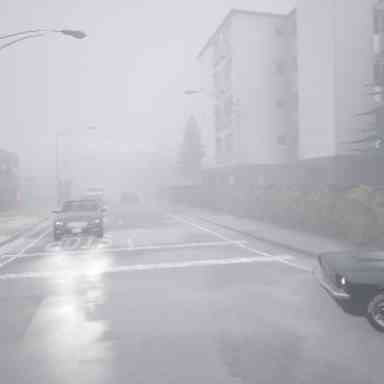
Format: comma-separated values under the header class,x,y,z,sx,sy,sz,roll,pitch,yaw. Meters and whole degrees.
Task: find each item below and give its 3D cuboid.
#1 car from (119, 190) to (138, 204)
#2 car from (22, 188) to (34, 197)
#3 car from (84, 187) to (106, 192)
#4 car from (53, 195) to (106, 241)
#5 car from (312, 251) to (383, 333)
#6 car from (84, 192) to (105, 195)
class,x,y,z,sx,sy,sz,roll,pitch,yaw
car,-7.320,0.567,38.233,2.128,1.511,4.902,-2,1,-15
car,-36.440,0.399,73.822,2.007,1.523,4.514,-2,1,-15
car,-11.150,0.390,38.389,2.150,2.045,5.566,-2,1,-14
car,-4.865,1.099,14.599,2.128,1.511,4.902,-2,2,-15
car,4.509,1.374,5.396,4.718,1.301,1.895,-1,1,9
car,-7.559,0.967,24.770,2.033,1.411,5.357,-2,1,-15
